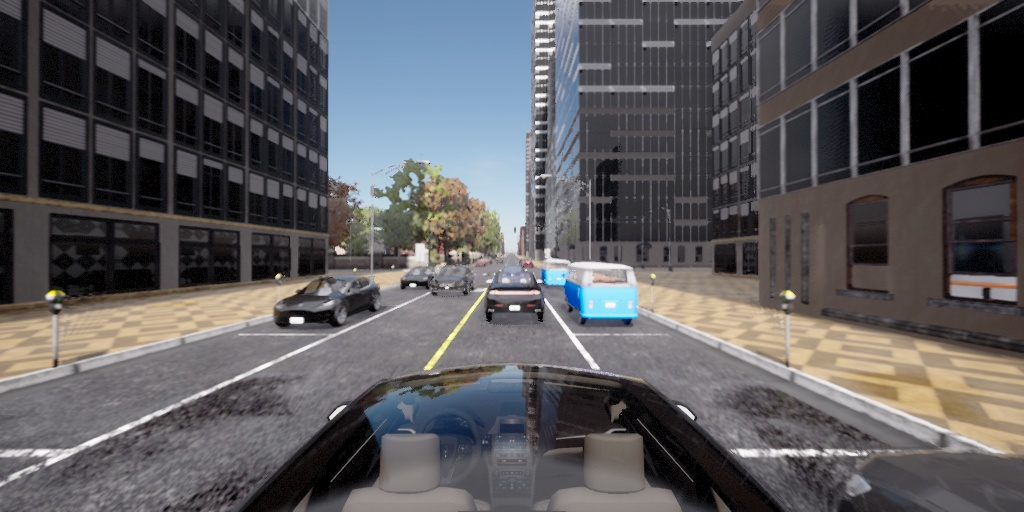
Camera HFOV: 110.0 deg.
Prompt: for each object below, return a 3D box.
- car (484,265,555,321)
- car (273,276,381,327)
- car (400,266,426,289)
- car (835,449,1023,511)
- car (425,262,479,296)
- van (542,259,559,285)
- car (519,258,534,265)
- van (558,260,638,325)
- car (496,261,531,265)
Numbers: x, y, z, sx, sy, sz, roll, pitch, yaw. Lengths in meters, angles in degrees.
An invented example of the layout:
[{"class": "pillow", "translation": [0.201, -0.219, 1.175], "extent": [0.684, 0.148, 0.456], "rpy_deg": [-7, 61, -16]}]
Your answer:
[{"class": "car", "translation": [0.085, 1.257, 12.569], "extent": [2.128, 1.511, 4.902], "rpy_deg": [0, 0, 0]}, {"class": "car", "translation": [-5.690, 1.330, 11.647], "extent": [1.948, 1.339, 4.313], "rpy_deg": [0, 0, 0]}, {"class": "car", "translation": [-5.770, 1.330, 23.045], "extent": [1.948, 1.339, 4.313], "rpy_deg": [0, 0, 0]}, {"class": "car", "translation": [2.690, 1.297, 0.242], "extent": [2.007, 1.370, 4.403], "rpy_deg": [0, 0, 0]}, {"class": "car", "translation": [-3.093, 1.270, 19.507], "extent": [1.837, 1.490, 4.892], "rpy_deg": [0, 0, 0]}, {"class": "van", "translation": [2.773, 1.105, 23.046], "extent": [1.690, 1.789, 3.998], "rpy_deg": [0, 0, 0]}, {"class": "car", "translation": [2.693, 1.194, 61.171], "extent": [1.967, 1.591, 4.097], "rpy_deg": [0, 0, 0]}, {"class": "van", "translation": [2.691, 1.105, 11.648], "extent": [1.690, 1.789, 3.998], "rpy_deg": [0, 0, 0]}, {"class": "car", "translation": [0.084, 1.311, 26.246], "extent": [2.033, 1.411, 5.357], "rpy_deg": [0, 0, 0]}]
